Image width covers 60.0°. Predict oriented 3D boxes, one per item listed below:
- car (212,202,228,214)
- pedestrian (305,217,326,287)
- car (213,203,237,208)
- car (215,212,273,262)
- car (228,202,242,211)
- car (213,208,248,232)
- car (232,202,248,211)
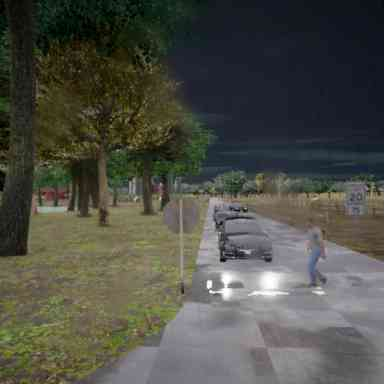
[{"bbox_3d":[4.060,2.337,48.184,2.128,1.511,4.902,-1,-1,3],"label":"car"},{"bbox_3d":[3.113,1.467,8.460,0.375,1.860,0.375,-2,0,3],"label":"pedestrian"},{"bbox_3d":[3.128,2.152,33.140,1.994,1.385,4.181,-1,-1,4],"label":"car"},{"bbox_3d":[1.988,1.786,13.421,1.837,1.490,4.892,-1,-1,3],"label":"car"},{"bbox_3d":[7.473,2.462,58.051,1.994,1.385,4.181,-1,-1,3],"label":"car"},{"bbox_3d":[2.547,2.037,23.243,1.895,1.301,4.718,-1,-1,3],"label":"car"},{"bbox_3d":[6.900,2.352,47.899,1.895,1.301,4.718,-1,-1,3],"label":"car"}]
